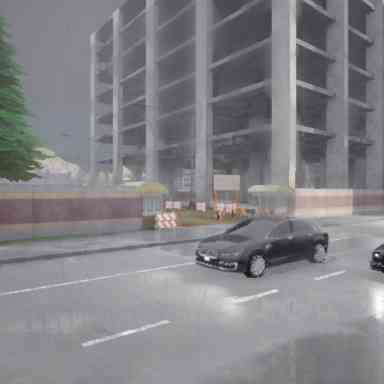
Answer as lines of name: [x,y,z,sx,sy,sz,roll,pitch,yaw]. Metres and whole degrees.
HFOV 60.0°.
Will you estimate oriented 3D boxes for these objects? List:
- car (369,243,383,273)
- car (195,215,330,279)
car: [7.187,1.551,9.551,5.357,1.411,2.033,0,0,-38]
car: [2.319,1.508,10.221,4.892,1.490,1.837,0,0,-38]
